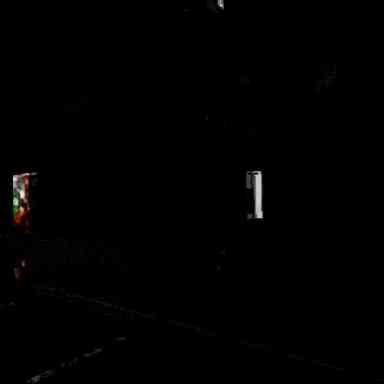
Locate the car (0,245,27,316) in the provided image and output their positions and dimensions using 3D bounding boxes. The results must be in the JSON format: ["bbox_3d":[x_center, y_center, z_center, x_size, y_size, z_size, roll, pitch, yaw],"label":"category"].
[{"bbox_3d":[-5.068,1.519,6.509,4.097,1.590,1.967,-1,-1,36],"label":"car"}]
